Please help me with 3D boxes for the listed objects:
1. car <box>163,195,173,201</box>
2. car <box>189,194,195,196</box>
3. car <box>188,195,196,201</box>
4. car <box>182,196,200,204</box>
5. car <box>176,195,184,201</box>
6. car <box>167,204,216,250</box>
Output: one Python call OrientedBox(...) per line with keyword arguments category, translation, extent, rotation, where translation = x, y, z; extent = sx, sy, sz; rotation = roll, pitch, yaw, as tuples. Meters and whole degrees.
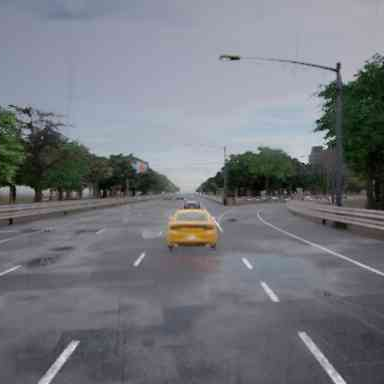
OrientedBox(category="car", translation=(-7.003, 1.788, 92.933), extent=(1.895, 1.301, 4.718), rotation=(0, 0, 0))
OrientedBox(category="car", translation=(-0.001, 1.638, 61.988), extent=(2.033, 1.411, 5.357), rotation=(0, 0, 0))
OrientedBox(category="car", translation=(-0.004, 1.668, 90.142), extent=(1.882, 1.535, 5.008), rotation=(0, 0, 0))
OrientedBox(category="car", translation=(-0.001, 1.579, 38.825), extent=(1.812, 1.442, 4.674), rotation=(0, 0, 0))
OrientedBox(category="car", translation=(-3.503, 1.717, 92.903), extent=(1.812, 1.442, 4.674), rotation=(0, 0, 0))
OrientedBox(category="car", translation=(-0.001, 1.498, 14.555), extent=(1.882, 1.535, 5.008), rotation=(0, 0, 0))
